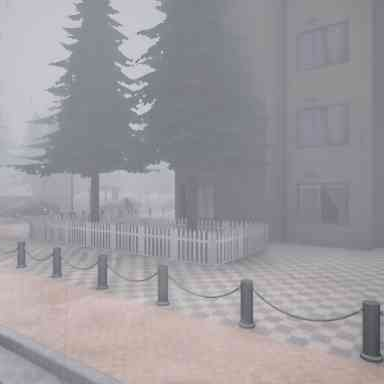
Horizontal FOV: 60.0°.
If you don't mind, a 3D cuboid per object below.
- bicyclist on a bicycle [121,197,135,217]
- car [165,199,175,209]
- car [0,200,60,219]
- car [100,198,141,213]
[{"bbox_3d":[-5.388,1.285,27.873,1.656,1.620,0.582,0,0,37],"label":"bicyclist on a bicycle"},{"bbox_3d":[-1.661,1.510,45.100,1.812,1.442,4.674,0,0,37],"label":"car"},{"bbox_3d":[-13.994,1.476,28.913,2.128,1.511,4.902,0,0,37],"label":"car"},{"bbox_3d":[-7.871,1.462,36.968,1.882,1.535,5.008,0,0,37],"label":"car"}]
